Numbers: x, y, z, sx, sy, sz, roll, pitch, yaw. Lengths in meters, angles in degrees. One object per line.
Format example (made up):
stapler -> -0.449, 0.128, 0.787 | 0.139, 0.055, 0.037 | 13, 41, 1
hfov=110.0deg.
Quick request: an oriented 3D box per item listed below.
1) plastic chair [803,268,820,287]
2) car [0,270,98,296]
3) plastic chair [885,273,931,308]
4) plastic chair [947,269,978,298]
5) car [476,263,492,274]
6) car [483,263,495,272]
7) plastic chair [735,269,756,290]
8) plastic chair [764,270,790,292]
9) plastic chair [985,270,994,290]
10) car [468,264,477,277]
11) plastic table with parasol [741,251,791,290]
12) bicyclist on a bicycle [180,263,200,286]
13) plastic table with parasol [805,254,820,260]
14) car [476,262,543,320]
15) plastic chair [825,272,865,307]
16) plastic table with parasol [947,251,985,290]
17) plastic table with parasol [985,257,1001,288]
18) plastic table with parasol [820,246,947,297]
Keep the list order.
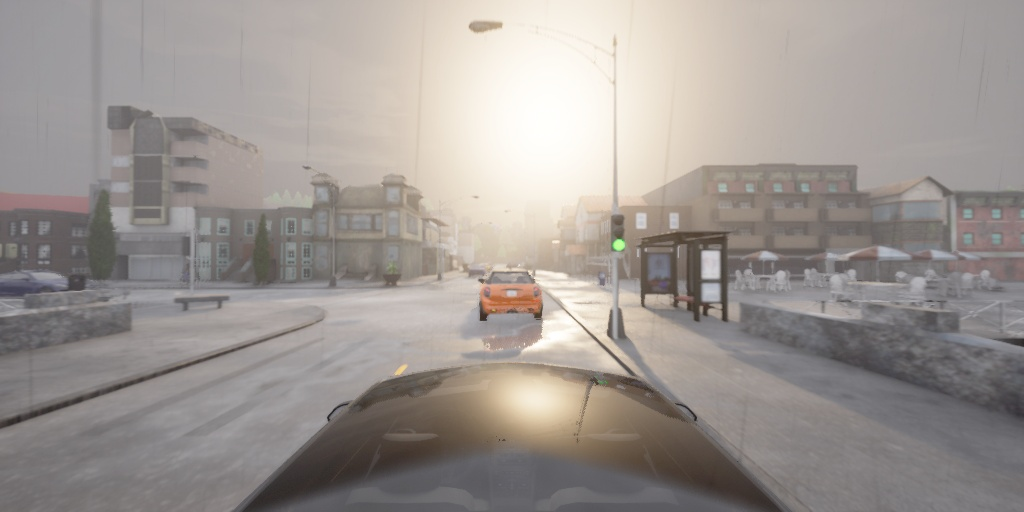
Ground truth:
plastic chair -> 21.334, 1.546, 25.479 | 0.730, 1.272, 0.750 | 0, 0, -1
car -> -24.223, 1.461, 18.343 | 4.674, 1.442, 1.812 | 0, -1, 0
plastic chair -> 15.000, 1.413, 13.585 | 0.750, 1.272, 0.730 | 0, 0, 0
plastic chair -> 22.801, 1.466, 18.283 | 0.750, 1.272, 0.730 | 0, 0, 0
car -> -4.075, 1.799, 52.860 | 1.882, 1.535, 5.008 | 0, -1, 0
car -> -3.996, 1.943, 63.297 | 1.837, 1.490, 4.892 | 0, -1, 0
plastic chair -> 14.702, 1.516, 22.784 | 0.730, 1.272, 0.750 | 0, 0, 0
plastic chair -> 15.802, 1.500, 21.384 | 0.750, 1.272, 0.730 | 0, 0, 0
plastic chair -> 29.902, 1.519, 22.981 | 0.750, 1.272, 0.730 | 0, 0, 0
car -> -4.094, 1.692, 43.211 | 1.882, 1.535, 5.008 | 0, -1, 0
plastic table with parasol -> 15.922, 0.911, 22.664 | 2.482, 2.480, 2.482 | 0, 0, 0
bicyclist on a bicycle -> -24.017, 1.378, 26.741 | 0.582, 1.620, 1.656 | 0, 0, 0
plastic table with parasol -> 22.513, 0.943, 25.552 | 2.482, 2.480, 2.482 | 0, 0, 0
car -> -0.198, 1.234, 13.487 | 2.097, 1.767, 4.553 | 0, -1, -5
plastic chair -> 13.900, 1.429, 14.985 | 0.730, 1.272, 0.750 | 0, 0, 0
plastic table with parasol -> 22.901, 0.877, 19.633 | 2.482, 2.480, 2.482 | 0, 0, 0
plastic table with parasol -> 30.232, 0.930, 24.351 | 2.482, 2.480, 2.482 | 0, 0, 0
plastic table with parasol -> 15.170, 0.823, 14.845 | 2.482, 2.480, 2.482 | 0, 0, 0
